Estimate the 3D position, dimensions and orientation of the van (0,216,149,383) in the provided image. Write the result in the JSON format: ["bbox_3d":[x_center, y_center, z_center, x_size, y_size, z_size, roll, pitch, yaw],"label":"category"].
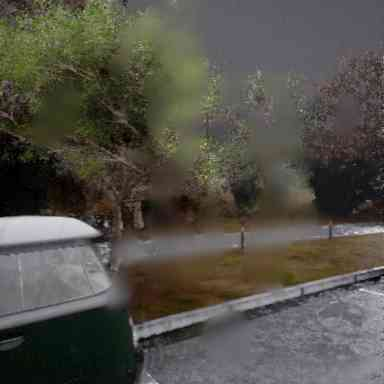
[{"bbox_3d":[-2.447,1.249,2.399,4.442,1.987,1.878,-2,0,-37],"label":"van"}]
